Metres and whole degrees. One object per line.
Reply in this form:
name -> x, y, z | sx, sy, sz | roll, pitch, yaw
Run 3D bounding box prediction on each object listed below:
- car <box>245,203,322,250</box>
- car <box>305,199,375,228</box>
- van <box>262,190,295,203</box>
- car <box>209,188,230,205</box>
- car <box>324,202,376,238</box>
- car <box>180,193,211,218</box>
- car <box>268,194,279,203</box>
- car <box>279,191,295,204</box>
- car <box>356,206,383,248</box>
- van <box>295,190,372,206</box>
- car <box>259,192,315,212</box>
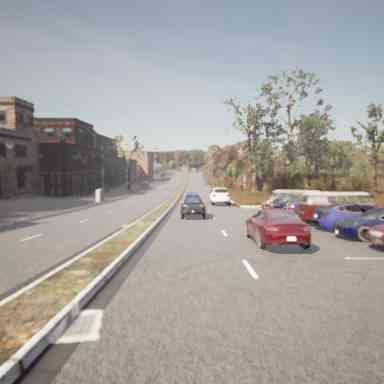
car -> 3.347, 1.375, 13.480 | 1.812, 1.442, 4.674 | 0, 1, 0
car -> 8.812, 1.299, 17.379 | 4.792, 1.488, 2.163 | 0, 1, 0
van -> 8.662, 0.837, 28.395 | 4.442, 1.987, 1.878 | 0, 1, 0
car -> 3.337, 0.479, 40.298 | 2.150, 2.045, 5.566 | 0, 2, 0
car -> 8.754, 1.344, 14.627 | 4.792, 1.488, 2.163 | 0, 1, 0
car -> 0.090, 1.129, 25.803 | 2.128, 1.511, 4.902 | 0, 1, 0
car -> 8.774, 1.122, 25.642 | 4.892, 1.521, 2.231 | 0, 1, 0
car -> 8.749, 1.048, 23.013 | 4.553, 1.767, 2.185 | 0, 1, 0
car -> 8.787, 1.392, 11.869 | 4.674, 1.452, 2.002 | 0, 1, 0
van -> 8.898, 0.999, 20.127 | 4.442, 1.987, 1.878 | 0, 1, 0
car -> 8.808, 0.872, 31.149 | 4.553, 1.767, 2.185 | 0, 2, 0
